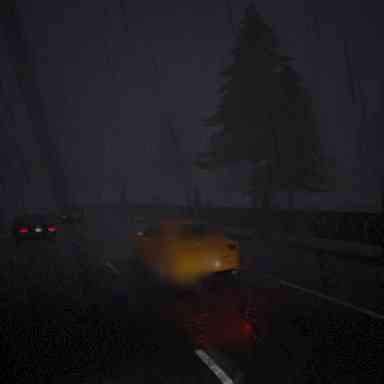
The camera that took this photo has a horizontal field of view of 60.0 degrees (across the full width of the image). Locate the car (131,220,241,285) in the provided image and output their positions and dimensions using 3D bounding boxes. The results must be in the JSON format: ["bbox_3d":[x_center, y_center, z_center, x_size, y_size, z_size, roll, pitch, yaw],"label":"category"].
[{"bbox_3d":[-0.471,1.594,10.135,1.882,1.535,5.008,-1,-1,-25],"label":"car"}]

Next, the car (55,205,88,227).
[{"bbox_3d":[-9.772,1.816,26.058,2.097,1.767,4.553,-1,-1,-35],"label":"car"}]

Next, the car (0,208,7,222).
[{"bbox_3d":[-20.161,2.271,33.601,1.812,1.442,4.674,-1,-1,-41],"label":"car"}]

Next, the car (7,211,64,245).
[{"bbox_3d":[-8.581,1.904,17.937,2.033,1.411,5.357,-1,-1,-31],"label":"car"}]

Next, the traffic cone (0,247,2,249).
[{"bbox_3d":[-8.837,2.287,15.095,0.340,0.580,0.340,-1,-1,-25],"label":"traffic cone"}]
